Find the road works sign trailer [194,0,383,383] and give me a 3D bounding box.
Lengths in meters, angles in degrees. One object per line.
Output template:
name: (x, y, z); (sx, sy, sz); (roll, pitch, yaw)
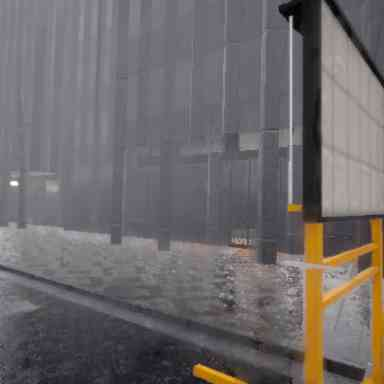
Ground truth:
road works sign trailer: (1.175, 0.612, 2.772); (2.880, 3.560, 2.380); (-1, -3, 39)
